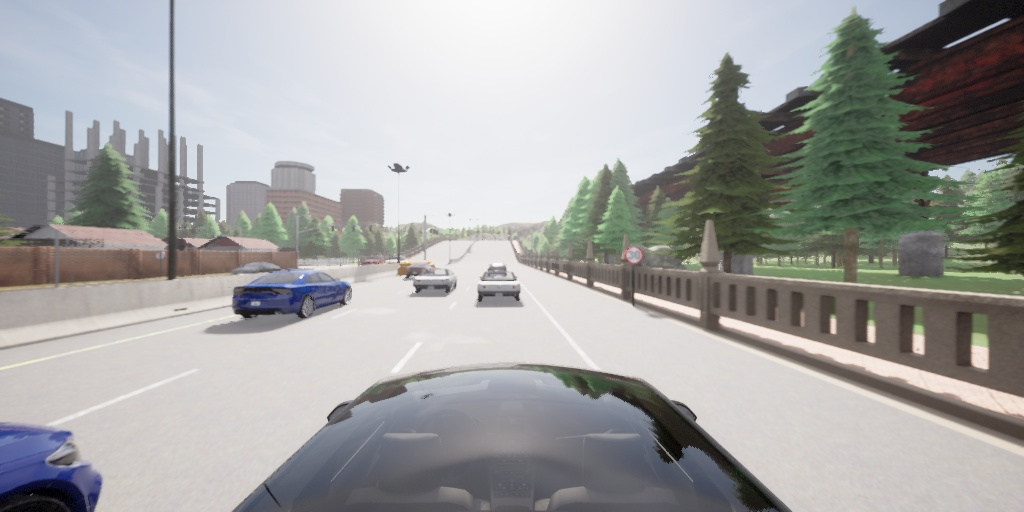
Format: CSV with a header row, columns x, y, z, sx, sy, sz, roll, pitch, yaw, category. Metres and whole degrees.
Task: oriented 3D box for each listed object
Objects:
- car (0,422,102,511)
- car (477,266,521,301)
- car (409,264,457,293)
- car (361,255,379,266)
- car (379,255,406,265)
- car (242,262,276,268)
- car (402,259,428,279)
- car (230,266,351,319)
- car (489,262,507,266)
x,y,z,sx,sy,sz,roll,pitch,yaw,category
-3.539,1.277,0.302,1.812,1.442,4.674,0,0,-1,car
-0.630,1.337,17.214,1.895,1.301,4.718,0,0,-2,car
-4.281,1.335,20.740,1.895,1.301,4.718,0,0,-2,car
-19.677,0.915,51.523,2.150,2.045,5.566,0,0,-2,car
-16.124,0.937,49.797,2.150,2.045,5.566,0,0,-2,car
-22.432,1.253,31.626,1.812,1.442,4.674,0,0,-2,car
-8.272,1.250,32.450,1.812,1.442,4.674,0,0,-2,car
-7.457,1.219,12.763,1.882,1.535,5.008,0,0,-2,car
-1.448,1.283,36.827,1.994,1.385,4.181,0,0,-2,car
